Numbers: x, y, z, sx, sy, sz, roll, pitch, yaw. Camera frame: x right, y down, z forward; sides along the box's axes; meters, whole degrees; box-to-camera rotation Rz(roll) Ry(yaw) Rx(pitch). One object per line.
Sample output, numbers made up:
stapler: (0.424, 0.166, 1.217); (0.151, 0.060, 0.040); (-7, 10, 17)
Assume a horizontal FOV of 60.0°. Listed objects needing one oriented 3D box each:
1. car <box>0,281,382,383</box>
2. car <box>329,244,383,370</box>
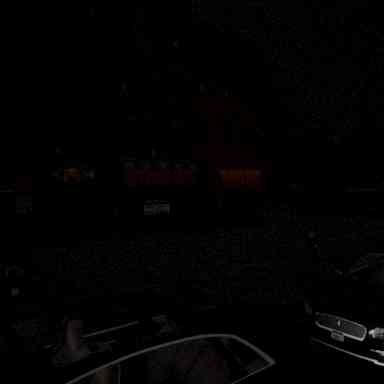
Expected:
car: (-0.857, 1.551, 2.224); (4.403, 1.369, 2.008); (0, -2, -36)
car: (3.575, 1.556, 5.394); (4.403, 1.369, 2.008); (0, -2, -36)
